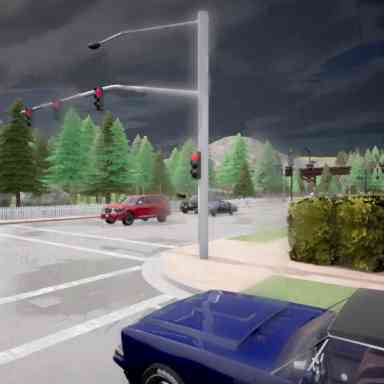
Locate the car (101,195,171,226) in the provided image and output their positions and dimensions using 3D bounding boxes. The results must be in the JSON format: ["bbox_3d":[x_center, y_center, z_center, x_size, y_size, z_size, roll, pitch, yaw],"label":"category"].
[{"bbox_3d":[-3.911,1.221,24.203,2.150,2.045,5.566,0,0,38],"label":"car"}]

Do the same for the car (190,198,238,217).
[{"bbox_3d":[2.457,1.547,32.232,2.033,1.411,5.357,0,0,38],"label":"car"}]

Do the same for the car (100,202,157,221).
[{"bbox_3d":[-5.258,1.601,28.138,1.895,1.301,4.718,0,0,38],"label":"car"}]

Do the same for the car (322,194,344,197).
[{"bbox_3d":[16.507,1.222,38.393,2.150,2.045,5.566,0,0,38],"label":"car"}]

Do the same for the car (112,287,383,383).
[{"bbox_3d":[1.502,1.601,2.894,4.718,1.301,1.895,0,0,36],"label":"car"}]

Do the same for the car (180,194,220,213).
[{"bbox_3d":[1.079,1.221,36.119,2.150,2.045,5.566,0,0,39],"label":"car"}]
